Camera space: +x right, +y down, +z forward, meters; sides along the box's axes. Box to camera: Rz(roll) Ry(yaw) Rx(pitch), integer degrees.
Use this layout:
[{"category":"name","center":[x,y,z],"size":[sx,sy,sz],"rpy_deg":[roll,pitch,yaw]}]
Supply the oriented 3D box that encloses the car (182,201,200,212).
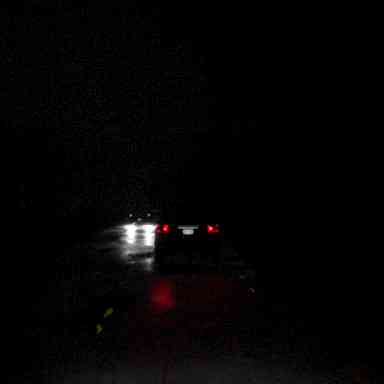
[{"category":"car","center":[-0.237,2.180,50.233],"size":[2.163,1.488,4.792],"rpy_deg":[0,-2,-8]}]

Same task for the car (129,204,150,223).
[{"category":"car","center":[-4.331,1.937,28.662],"size":[1.895,1.301,4.718],"rpy_deg":[0,-1,-5]}]

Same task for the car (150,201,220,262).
[{"category":"car","center":[-0.206,1.339,12.811],"size":[2.150,2.045,5.566],"rpy_deg":[0,-1,-2]}]

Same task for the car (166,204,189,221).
[{"category":"car","center":[-1.495,1.960,33.069],"size":[2.033,1.411,5.357],"rpy_deg":[0,-1,-5]}]
